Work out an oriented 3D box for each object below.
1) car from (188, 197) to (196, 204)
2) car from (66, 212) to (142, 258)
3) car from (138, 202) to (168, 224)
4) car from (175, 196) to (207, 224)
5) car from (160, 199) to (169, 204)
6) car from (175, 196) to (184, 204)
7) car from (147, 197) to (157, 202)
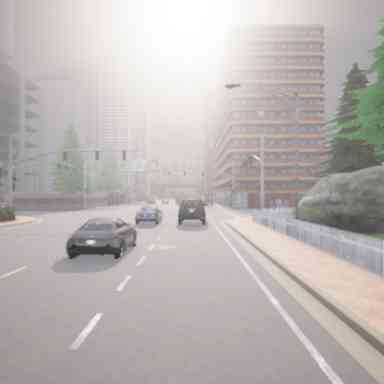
[{"bbox_3d":[0.005,2.377,92.126,2.097,1.767,4.553,0,-1,0],"label":"car"},{"bbox_3d":[-3.476,1.717,13.483,1.994,1.385,4.181,0,-1,0],"label":"car"},{"bbox_3d":[-3.490,1.856,27.512,2.033,1.411,5.357,0,-1,1],"label":"car"},{"bbox_3d":[0.058,1.534,27.547,2.150,2.045,5.566,0,0,2],"label":"car"},{"bbox_3d":[-6.995,2.479,85.381,2.128,1.511,4.902,0,-1,0],"label":"car"},{"bbox_3d":[-3.495,2.244,91.898,2.150,2.045,5.566,0,-1,0],"label":"car"},{"bbox_3d":[-10.495,2.549,85.351,1.895,1.301,4.718,0,-1,0],"label":"car"}]
